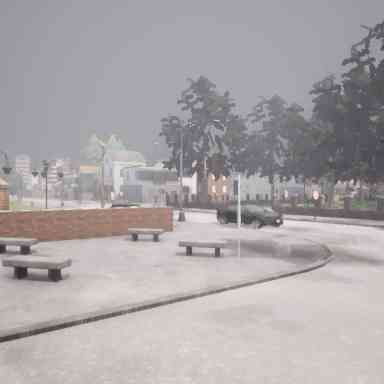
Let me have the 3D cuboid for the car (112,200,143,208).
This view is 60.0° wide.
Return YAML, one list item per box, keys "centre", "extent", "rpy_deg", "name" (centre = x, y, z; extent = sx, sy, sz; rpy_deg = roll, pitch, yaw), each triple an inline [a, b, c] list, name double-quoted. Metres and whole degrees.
- centre: [-7.238, 1.601, 37.154]
  extent: [1.895, 1.301, 4.718]
  rpy_deg: [0, 0, -35]
  name: "car"

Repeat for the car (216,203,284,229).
- centre: [3.666, 1.478, 21.745]
  extent: [1.882, 1.535, 5.008]
  rpy_deg: [0, 0, -35]
  name: "car"
